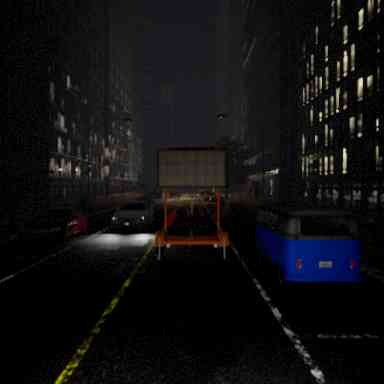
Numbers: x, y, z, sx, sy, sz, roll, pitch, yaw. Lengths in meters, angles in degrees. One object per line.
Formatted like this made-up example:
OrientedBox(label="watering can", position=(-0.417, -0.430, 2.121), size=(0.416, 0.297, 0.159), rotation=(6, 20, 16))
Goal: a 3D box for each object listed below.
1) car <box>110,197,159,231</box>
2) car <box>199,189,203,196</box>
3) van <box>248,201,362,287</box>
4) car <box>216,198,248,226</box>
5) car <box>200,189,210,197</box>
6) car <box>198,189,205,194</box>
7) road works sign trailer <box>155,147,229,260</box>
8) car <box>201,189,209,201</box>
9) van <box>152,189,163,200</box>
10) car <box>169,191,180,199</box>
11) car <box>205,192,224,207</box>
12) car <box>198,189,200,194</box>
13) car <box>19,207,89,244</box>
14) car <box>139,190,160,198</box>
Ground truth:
OrientedBox(label="car", position=(-3.102, 1.207, 18.193), size=(1.812, 1.442, 4.674), rotation=(0, 1, 0))
OrientedBox(label="car", position=(2.687, 0.597, 54.081), size=(2.008, 1.369, 4.403), rotation=(0, 1, 0))
OrientedBox(label="van", position=(2.690, 1.190, 8.546), size=(1.690, 1.788, 3.998), rotation=(0, 1, 0))
OrientedBox(label="car", position=(2.689, 1.233, 19.932), size=(1.802, 1.307, 4.206), rotation=(0, 1, 0))
OrientedBox(label="car", position=(2.686, 0.164, 71.154), size=(1.967, 1.590, 4.097), rotation=(0, 1, 0))
OrientedBox(label="car", position=(2.686, -0.169, 93.922), size=(1.887, 1.381, 4.507), rotation=(0, 1, 0))
OrientedBox(label="road works sign trailer", position=(-0.001, 0.261, 11.549), size=(2.380, 3.560, 2.880), rotation=(0, 1, 0))
OrientedBox(label="car", position=(2.688, 0.702, 48.390), size=(2.008, 1.369, 4.403), rotation=(0, 1, 0))
OrientedBox(label="van", position=(-5.693, 0.388, 54.081), size=(1.690, 1.788, 3.998), rotation=(0, 1, 0))
OrientedBox(label="car", position=(-3.061, 0.495, 59.351), size=(2.033, 1.411, 5.357), rotation=(0, 1, 1))
OrientedBox(label="car", position=(2.688, 0.936, 37.008), size=(1.802, 1.307, 4.206), rotation=(0, 1, 0))
OrientedBox(label="car", position=(2.687, 0.272, 65.463), size=(1.967, 1.590, 4.097), rotation=(0, 1, 0))
OrientedBox(label="car", position=(-5.692, 1.332, 14.243), size=(1.802, 1.307, 4.206), rotation=(0, 1, 0))
OrientedBox(label="car", position=(-5.693, 0.804, 42.702), size=(2.008, 1.369, 4.403), rotation=(0, 1, 0))
